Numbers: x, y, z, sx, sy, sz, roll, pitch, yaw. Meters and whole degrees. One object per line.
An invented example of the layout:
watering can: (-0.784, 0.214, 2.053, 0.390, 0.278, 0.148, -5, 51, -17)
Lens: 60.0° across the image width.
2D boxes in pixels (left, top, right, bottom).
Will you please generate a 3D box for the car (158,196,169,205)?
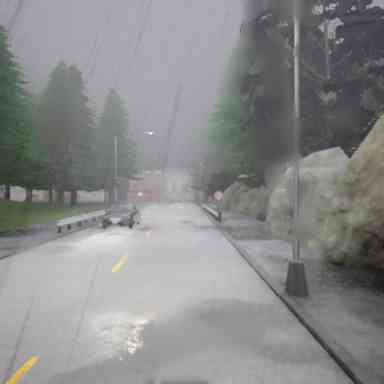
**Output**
car: (-5.308, 1.529, 62.526, 1.882, 1.535, 5.008, 0, 0, -1)

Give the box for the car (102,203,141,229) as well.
car: (-4.458, 1.497, 21.548, 2.128, 1.511, 4.902, 0, 0, -1)
